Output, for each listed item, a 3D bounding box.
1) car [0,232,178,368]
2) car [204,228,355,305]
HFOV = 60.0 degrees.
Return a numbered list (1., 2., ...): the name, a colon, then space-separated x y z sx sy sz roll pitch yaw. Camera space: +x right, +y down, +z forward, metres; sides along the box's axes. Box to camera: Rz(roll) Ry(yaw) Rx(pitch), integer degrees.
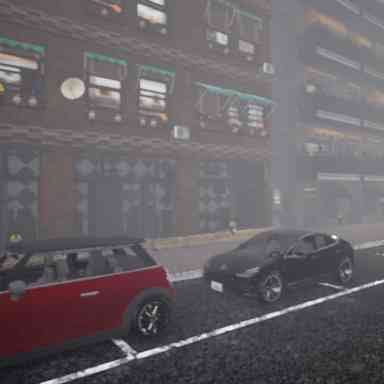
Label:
1. car: -2.315 1.446 4.923 4.097 1.590 1.967 0 -1 -35
2. car: 2.296 1.610 8.209 4.313 1.339 1.947 0 -1 -35
